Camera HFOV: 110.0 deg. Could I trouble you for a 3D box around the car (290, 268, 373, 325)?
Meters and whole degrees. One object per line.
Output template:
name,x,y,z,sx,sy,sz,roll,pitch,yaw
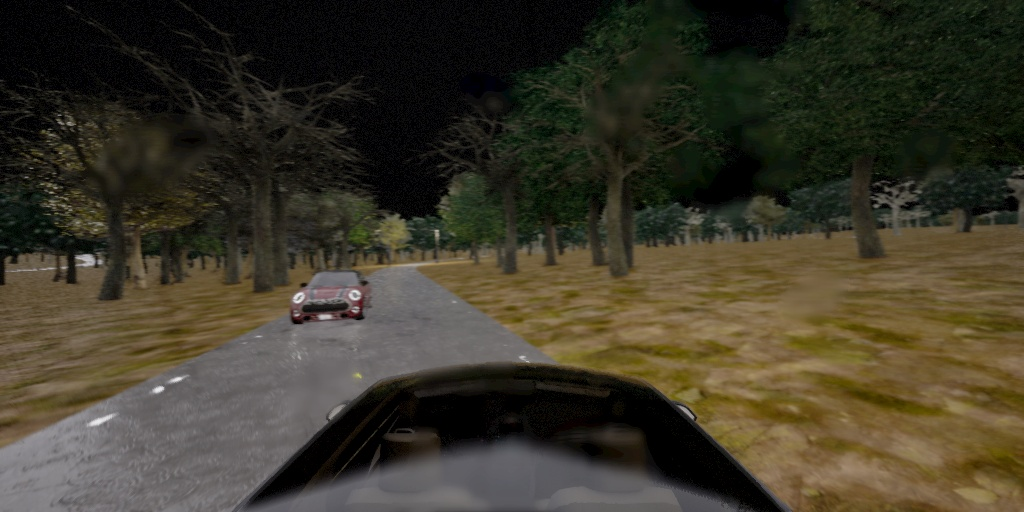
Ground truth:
car,-6.300,1.279,12.963,2.097,1.767,4.553,-1,0,-17
